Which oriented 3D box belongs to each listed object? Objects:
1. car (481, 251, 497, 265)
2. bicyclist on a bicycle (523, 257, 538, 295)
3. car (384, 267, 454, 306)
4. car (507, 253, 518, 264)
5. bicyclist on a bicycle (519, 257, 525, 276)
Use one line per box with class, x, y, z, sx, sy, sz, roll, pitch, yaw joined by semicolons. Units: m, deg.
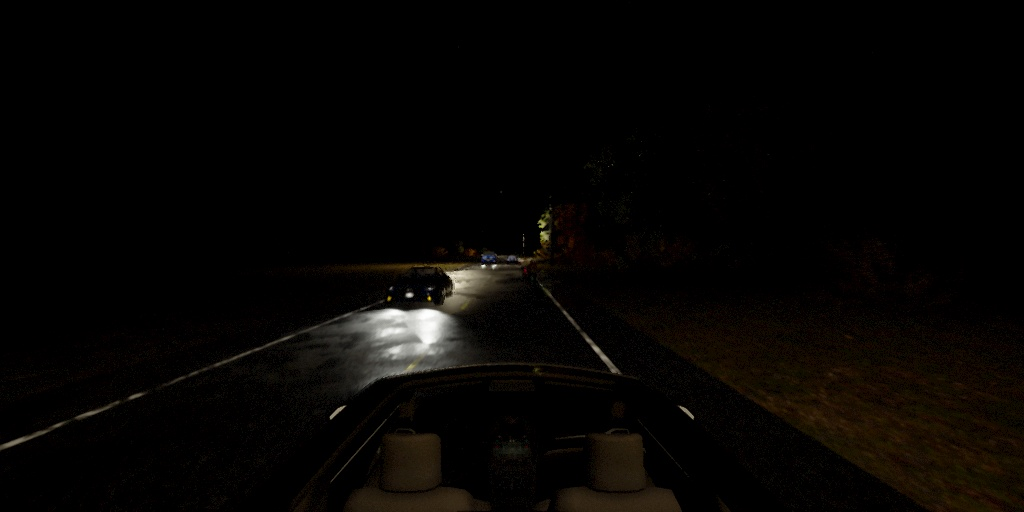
car;-3.552;0.276;56.440;2.150;2.045;5.566;0;1;1
bicyclist on a bicycle;0.959;1.007;17.092;0.582;1.620;1.656;0;0;0
car;-3.595;1.150;14.535;1.994;1.385;4.181;0;1;0
car;0.048;0.561;59.380;2.033;1.411;5.357;0;1;0
bicyclist on a bicycle;0.954;0.869;26.617;0.866;1.612;1.509;0;1;0
